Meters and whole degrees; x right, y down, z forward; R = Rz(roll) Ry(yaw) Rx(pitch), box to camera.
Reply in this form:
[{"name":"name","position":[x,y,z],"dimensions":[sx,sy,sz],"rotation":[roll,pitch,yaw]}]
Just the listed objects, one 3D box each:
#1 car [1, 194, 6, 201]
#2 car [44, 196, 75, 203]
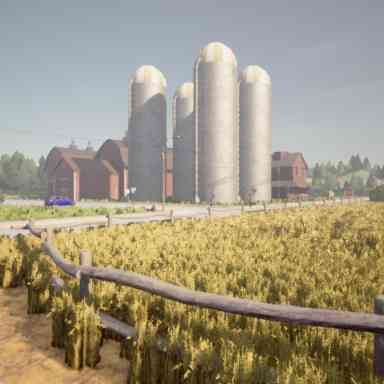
[{"name":"car","position":[-39.490,1.287,66.694],"dimensions":[1.905,1.878,3.866],"rotation":[0,0,38]},{"name":"car","position":[-20.484,1.463,51.703],"dimensions":[2.242,1.667,4.611],"rotation":[0,0,38]}]
